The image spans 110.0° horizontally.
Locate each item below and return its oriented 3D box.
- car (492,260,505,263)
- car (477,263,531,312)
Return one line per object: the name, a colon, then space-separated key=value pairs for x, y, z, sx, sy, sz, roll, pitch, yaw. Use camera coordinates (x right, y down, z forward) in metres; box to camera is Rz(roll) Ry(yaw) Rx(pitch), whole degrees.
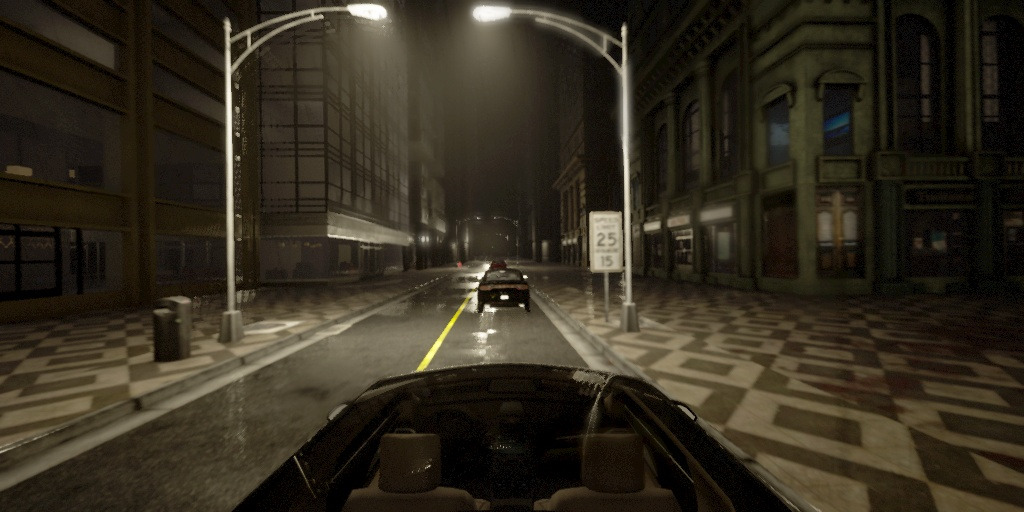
car: x=-1.518 y=1.163 z=40.269 sx=1.882 sy=1.535 sz=5.008 roll=-1 pitch=1 yaw=-2
car: x=-0.366 y=1.220 z=14.378 sx=1.882 sy=1.535 sz=5.008 roll=-1 pitch=0 yaw=-3
